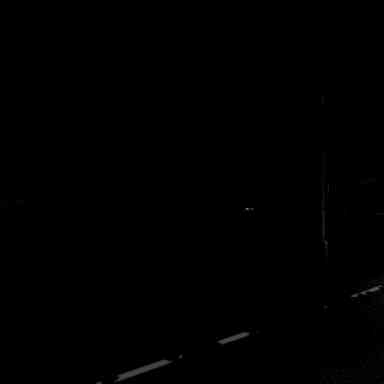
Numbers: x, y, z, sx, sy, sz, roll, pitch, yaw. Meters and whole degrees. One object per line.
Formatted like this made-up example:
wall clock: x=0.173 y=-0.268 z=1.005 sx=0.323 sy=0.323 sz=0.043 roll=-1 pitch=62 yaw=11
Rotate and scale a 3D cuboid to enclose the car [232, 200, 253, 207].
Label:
car: x=9.337 y=2.258 z=61.903 sx=1.994 sy=1.385 sz=4.181 roll=-1 pitch=1 yaw=-35
